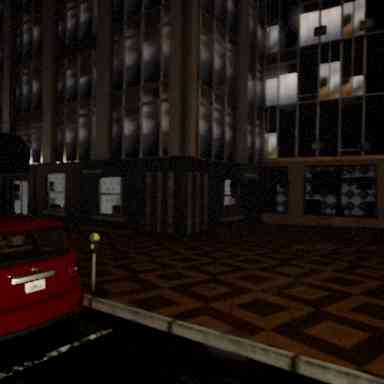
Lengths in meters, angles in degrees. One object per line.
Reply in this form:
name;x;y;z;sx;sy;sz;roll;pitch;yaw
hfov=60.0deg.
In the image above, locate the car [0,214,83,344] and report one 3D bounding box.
car;-3.994;1.317;5.761;5.009;1.841;2.192;0;1;36
